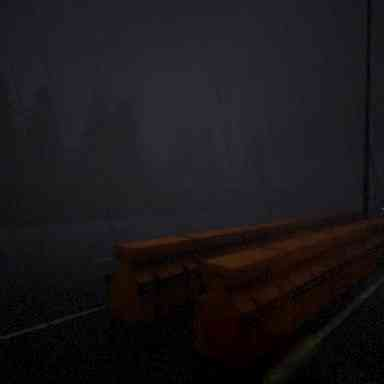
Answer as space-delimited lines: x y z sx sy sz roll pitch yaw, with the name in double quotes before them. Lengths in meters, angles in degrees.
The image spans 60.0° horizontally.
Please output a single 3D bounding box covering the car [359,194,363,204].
"car" 31.306 1.196 59.270 2.150 2.045 5.566 2 1 34
